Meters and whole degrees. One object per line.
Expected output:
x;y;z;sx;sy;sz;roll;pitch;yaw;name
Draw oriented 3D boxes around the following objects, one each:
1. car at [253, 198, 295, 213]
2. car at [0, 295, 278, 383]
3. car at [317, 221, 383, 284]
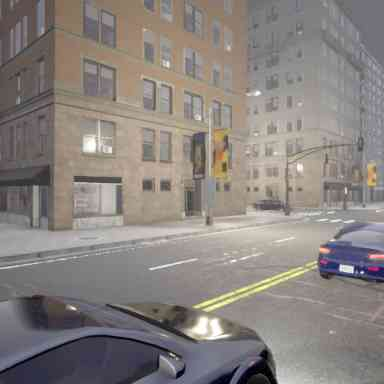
9.127;1.493;37.229;1.837;1.490;4.892;0;0;-43;car
-1.046;1.564;2.565;1.994;1.385;4.181;0;0;43;car
4.977;1.527;9.007;1.812;1.442;4.674;0;0;43;car
